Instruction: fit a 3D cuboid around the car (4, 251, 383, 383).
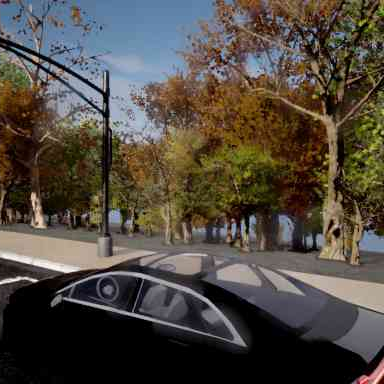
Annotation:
[{"bbox_3d":[-0.365,1.491,3.952,4.902,1.511,2.128,0,0,36],"label":"car"}]
